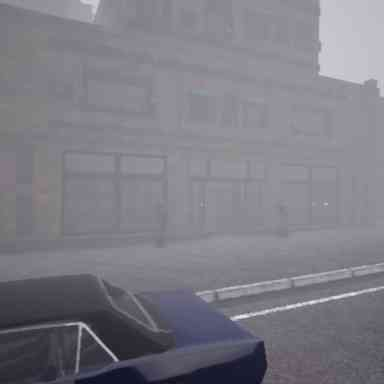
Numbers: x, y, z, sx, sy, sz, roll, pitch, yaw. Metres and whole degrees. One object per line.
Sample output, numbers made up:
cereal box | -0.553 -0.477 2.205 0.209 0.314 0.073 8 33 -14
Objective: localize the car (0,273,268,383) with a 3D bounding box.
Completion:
car | -1.790 1.570 2.989 4.718 1.301 1.895 0 1 -23
